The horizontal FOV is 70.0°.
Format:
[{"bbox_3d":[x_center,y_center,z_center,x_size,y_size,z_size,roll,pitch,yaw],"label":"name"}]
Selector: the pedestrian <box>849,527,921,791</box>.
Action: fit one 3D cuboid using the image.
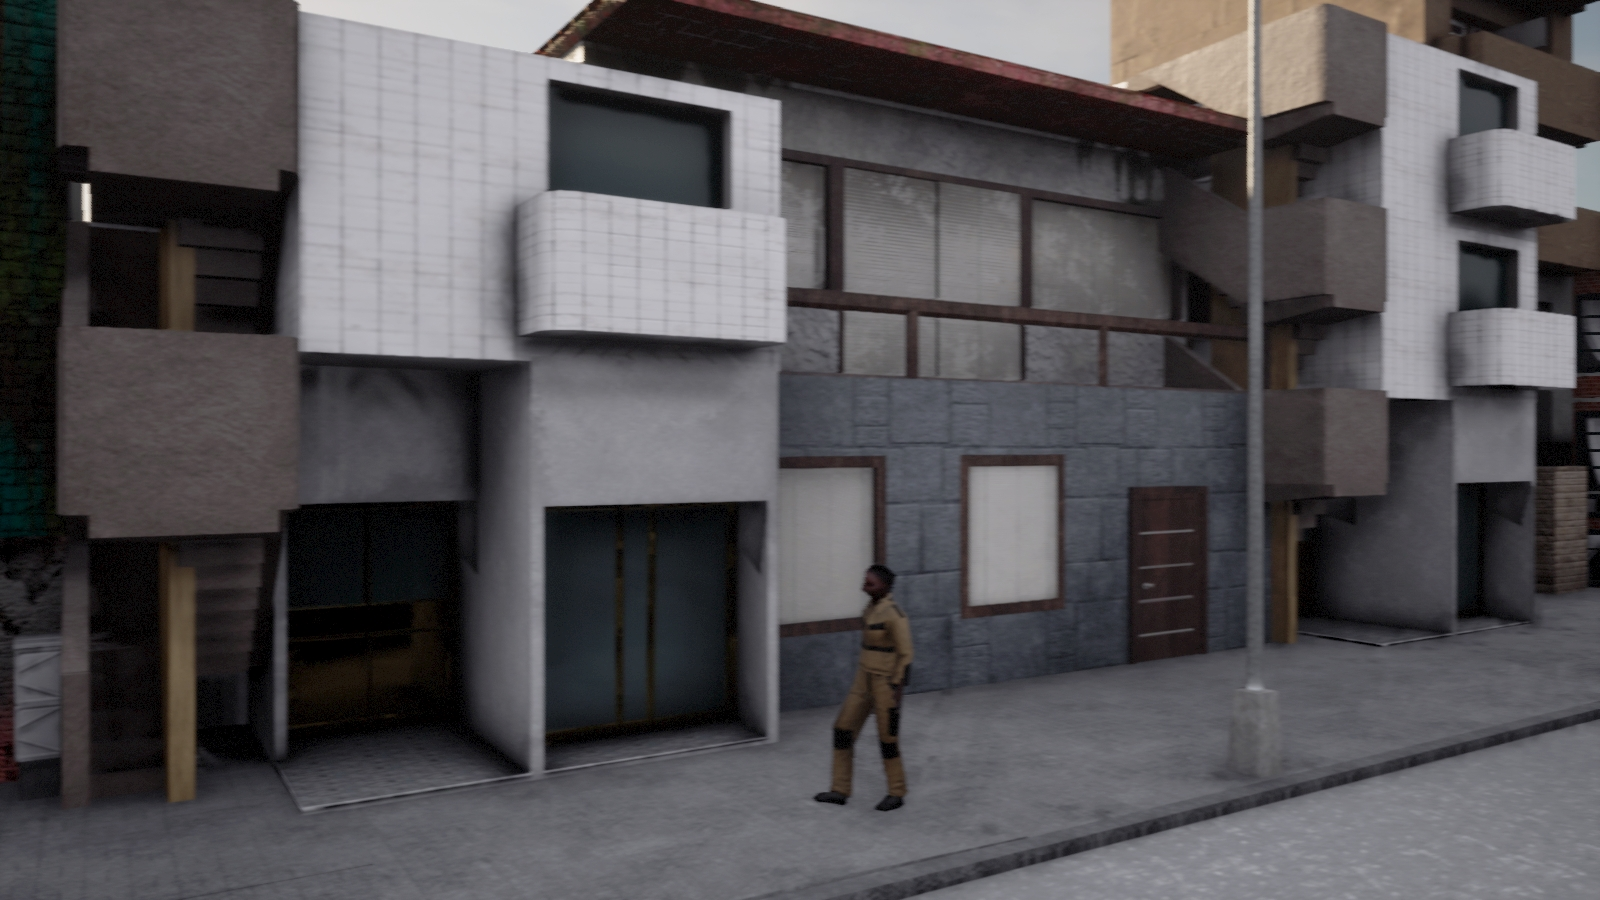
[{"bbox_3d":[0.628,1.520,8.461,0.375,1.860,0.375,0,0,-34],"label":"pedestrian"}]
